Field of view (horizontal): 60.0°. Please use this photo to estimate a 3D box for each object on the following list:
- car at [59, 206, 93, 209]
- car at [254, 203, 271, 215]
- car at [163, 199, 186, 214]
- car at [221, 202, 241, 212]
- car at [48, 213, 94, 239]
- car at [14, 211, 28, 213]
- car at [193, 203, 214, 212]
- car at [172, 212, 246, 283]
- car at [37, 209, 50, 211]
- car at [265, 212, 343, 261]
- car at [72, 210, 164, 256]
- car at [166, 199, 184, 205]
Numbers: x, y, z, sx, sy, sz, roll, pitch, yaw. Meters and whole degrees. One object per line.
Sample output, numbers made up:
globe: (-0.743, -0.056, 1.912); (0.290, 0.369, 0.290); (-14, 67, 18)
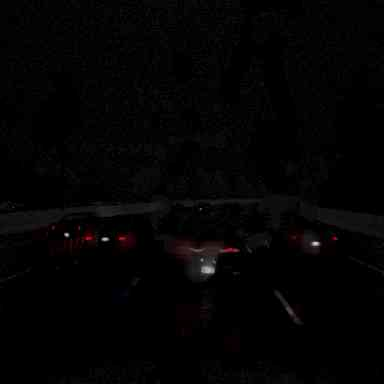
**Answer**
car: (-13.382, 1.884, 39.124); (2.128, 1.511, 4.902); (0, -1, 12)
car: (8.533, 1.987, 40.258); (1.994, 1.385, 4.181); (0, -1, 14)
car: (-2.146, 1.944, 40.745); (1.812, 1.442, 4.674); (0, 0, 13)
car: (4.564, 1.895, 38.674); (2.128, 1.511, 4.902); (0, -1, 12)
car: (-5.828, 1.786, 18.307); (1.895, 1.301, 4.718); (0, -1, 6)
car: (-20.069, 2.011, 41.451); (1.895, 1.301, 4.718); (0, -1, 12)
car: (1.473, 1.987, 40.847); (1.994, 1.385, 4.181); (0, -1, 13)
car: (0.523, 1.597, 10.033); (2.128, 1.511, 4.902); (0, -1, 4)
car: (-16.595, 1.956, 41.010); (2.033, 1.411, 5.357); (0, -1, 12)
car: (4.249, 1.703, 12.989); (1.994, 1.385, 4.181); (0, 0, 5)
car: (-2.739, 1.689, 13.813); (2.033, 1.411, 5.357); (0, -1, 5)
car: (-4.066, 2.308, 80.345); (2.033, 1.411, 5.357); (0, -1, 23)
